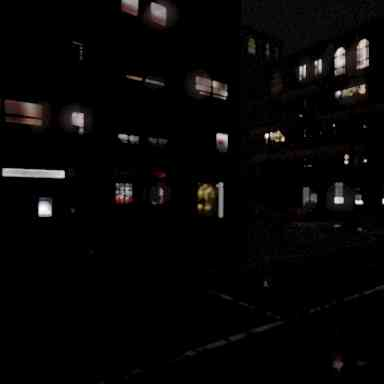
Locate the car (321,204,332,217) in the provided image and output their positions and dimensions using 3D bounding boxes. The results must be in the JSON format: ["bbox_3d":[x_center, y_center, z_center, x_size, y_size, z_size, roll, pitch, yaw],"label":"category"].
[{"bbox_3d":[11.079,1.673,31.652,2.008,1.369,4.403,0,0,-36],"label":"car"}]

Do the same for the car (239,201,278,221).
[{"bbox_3d":[4.475,1.486,26.895,1.967,1.590,4.097,0,0,-36],"label":"car"}]

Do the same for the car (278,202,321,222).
[{"bbox_3d":[7.568,1.548,27.220,1.882,1.535,5.008,1,-1,-36],"label":"car"}]
